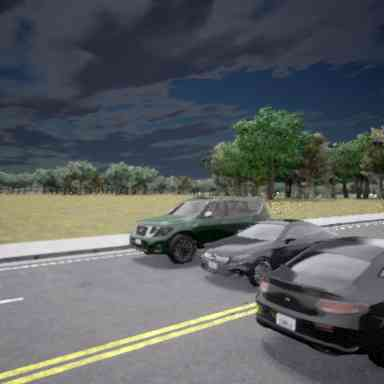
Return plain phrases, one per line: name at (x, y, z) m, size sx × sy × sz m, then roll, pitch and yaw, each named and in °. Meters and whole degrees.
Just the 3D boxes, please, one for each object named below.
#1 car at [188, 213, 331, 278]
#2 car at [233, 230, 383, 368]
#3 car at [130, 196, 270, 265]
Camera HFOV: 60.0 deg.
car at (2.394, 1.504, 9.387) m, size 4.674 × 1.442 × 1.812 m, roll 0°, pitch 0°, yaw -36°
car at (3.089, 1.509, 5.647) m, size 4.674 × 1.442 × 1.812 m, roll 0°, pitch 0°, yaw -35°
car at (0.561, 1.200, 12.069) m, size 5.566 × 2.045 × 2.150 m, roll 0°, pitch 0°, yaw -35°
